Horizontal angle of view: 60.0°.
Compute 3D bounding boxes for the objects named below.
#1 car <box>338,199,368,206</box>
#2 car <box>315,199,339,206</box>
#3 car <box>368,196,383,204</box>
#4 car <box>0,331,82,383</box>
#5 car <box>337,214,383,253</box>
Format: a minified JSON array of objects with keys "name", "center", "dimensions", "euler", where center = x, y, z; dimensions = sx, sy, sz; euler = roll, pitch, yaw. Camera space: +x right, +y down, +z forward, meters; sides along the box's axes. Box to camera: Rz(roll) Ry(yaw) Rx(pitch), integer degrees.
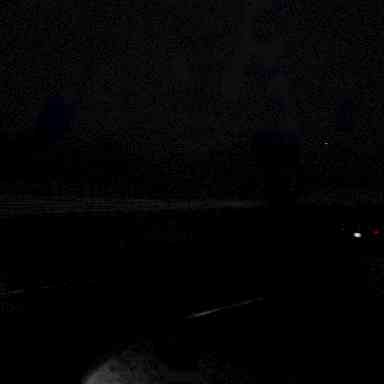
[{"name":"car","center":[19.888,1.654,39.486],"dimensions":[4.718,1.301,1.895],"euler":[0,0,-35]},{"name":"car","center":[17.973,1.601,42.418],"dimensions":[5.357,1.411,2.033],"euler":[0,0,-35]},{"name":"car","center":[22.373,1.260,36.951],"dimensions":[5.566,2.045,2.150],"euler":[0,0,-35]},{"name":"car","center":[-2.699,1.562,1.824],"dimensions":[4.181,1.385,1.994],"euler":[0,0,-35]},{"name":"car","center":[7.818,1.583,13.595],"dimensions":[4.181,1.385,1.994],"euler":[0,0,-35]}]
